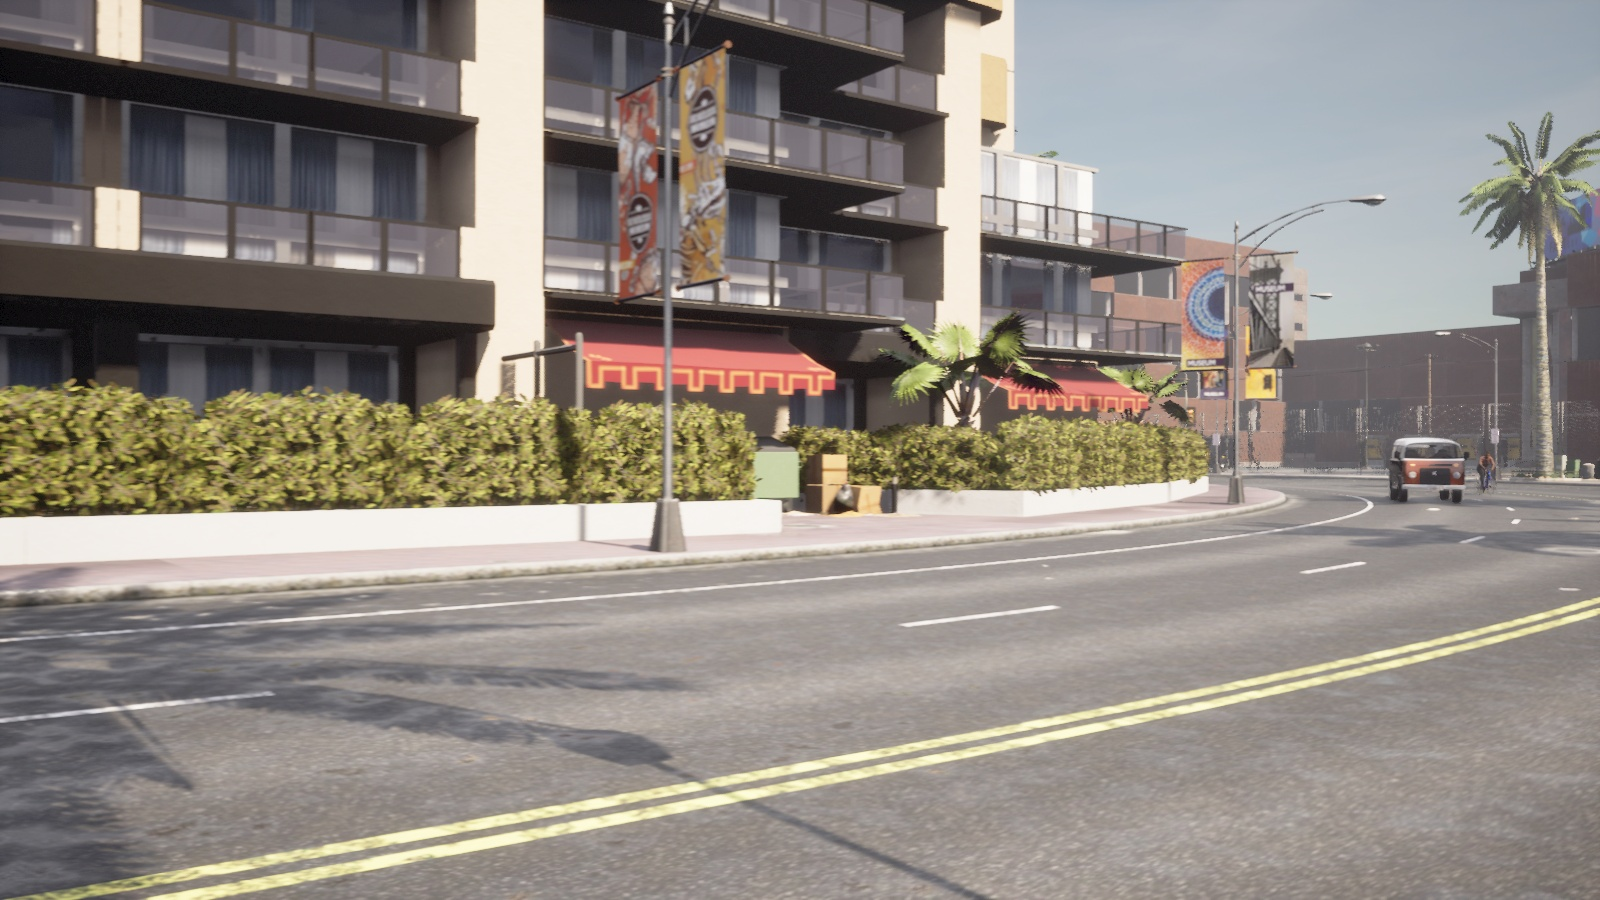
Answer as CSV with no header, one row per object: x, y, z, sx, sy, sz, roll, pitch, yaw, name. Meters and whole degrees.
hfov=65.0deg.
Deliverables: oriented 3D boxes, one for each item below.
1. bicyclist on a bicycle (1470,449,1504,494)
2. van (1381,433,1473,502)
25.175,0.764,46.043,0.582,1.620,1.656,0,0,10,bicyclist on a bicycle
19.797,0.530,39.832,2.069,2.038,4.480,0,0,19,van
